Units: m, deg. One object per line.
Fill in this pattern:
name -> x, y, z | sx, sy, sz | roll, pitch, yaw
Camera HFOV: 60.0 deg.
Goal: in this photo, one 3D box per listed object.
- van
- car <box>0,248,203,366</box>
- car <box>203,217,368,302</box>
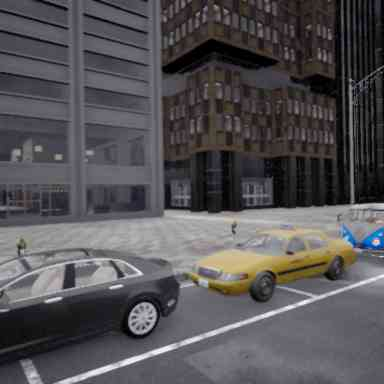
van -> 6.886, 1.284, 11.666 | 3.998, 1.788, 1.690 | -1, 0, -36
car -> -2.243, 1.608, 5.041 | 4.403, 1.369, 2.008 | -1, 0, -36
car -> 2.185, 1.527, 8.253 | 4.829, 1.417, 1.752 | -1, 0, -36
